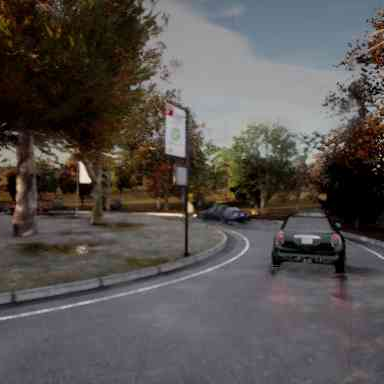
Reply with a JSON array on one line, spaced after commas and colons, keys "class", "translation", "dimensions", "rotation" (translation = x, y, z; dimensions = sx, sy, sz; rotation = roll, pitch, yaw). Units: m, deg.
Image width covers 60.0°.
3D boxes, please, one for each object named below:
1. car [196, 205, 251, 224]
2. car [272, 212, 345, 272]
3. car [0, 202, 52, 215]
[{"class": "car", "translation": [2.408, 1.762, 26.706], "dimensions": [2.033, 1.411, 5.357], "rotation": [1, 0, -31]}, {"class": "car", "translation": [4.102, 1.477, 11.710], "dimensions": [2.097, 1.767, 4.553], "rotation": [0, -1, 20]}, {"class": "car", "translation": [-16.612, 1.577, 33.248], "dimensions": [4.718, 1.301, 1.895], "rotation": [1, -1, -16]}]
